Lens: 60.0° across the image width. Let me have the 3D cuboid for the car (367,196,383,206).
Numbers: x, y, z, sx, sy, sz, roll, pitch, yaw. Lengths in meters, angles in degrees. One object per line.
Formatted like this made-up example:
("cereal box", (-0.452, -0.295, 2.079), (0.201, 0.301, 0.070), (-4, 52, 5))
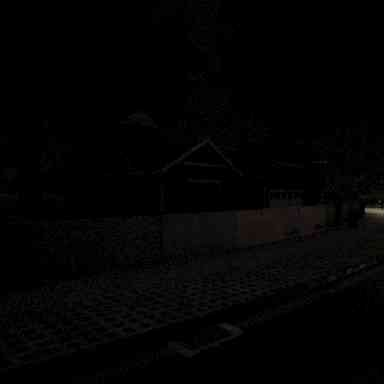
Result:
("car", (30.923, 1.469, 55.486), (1.837, 1.490, 4.892), (0, 0, 6))
